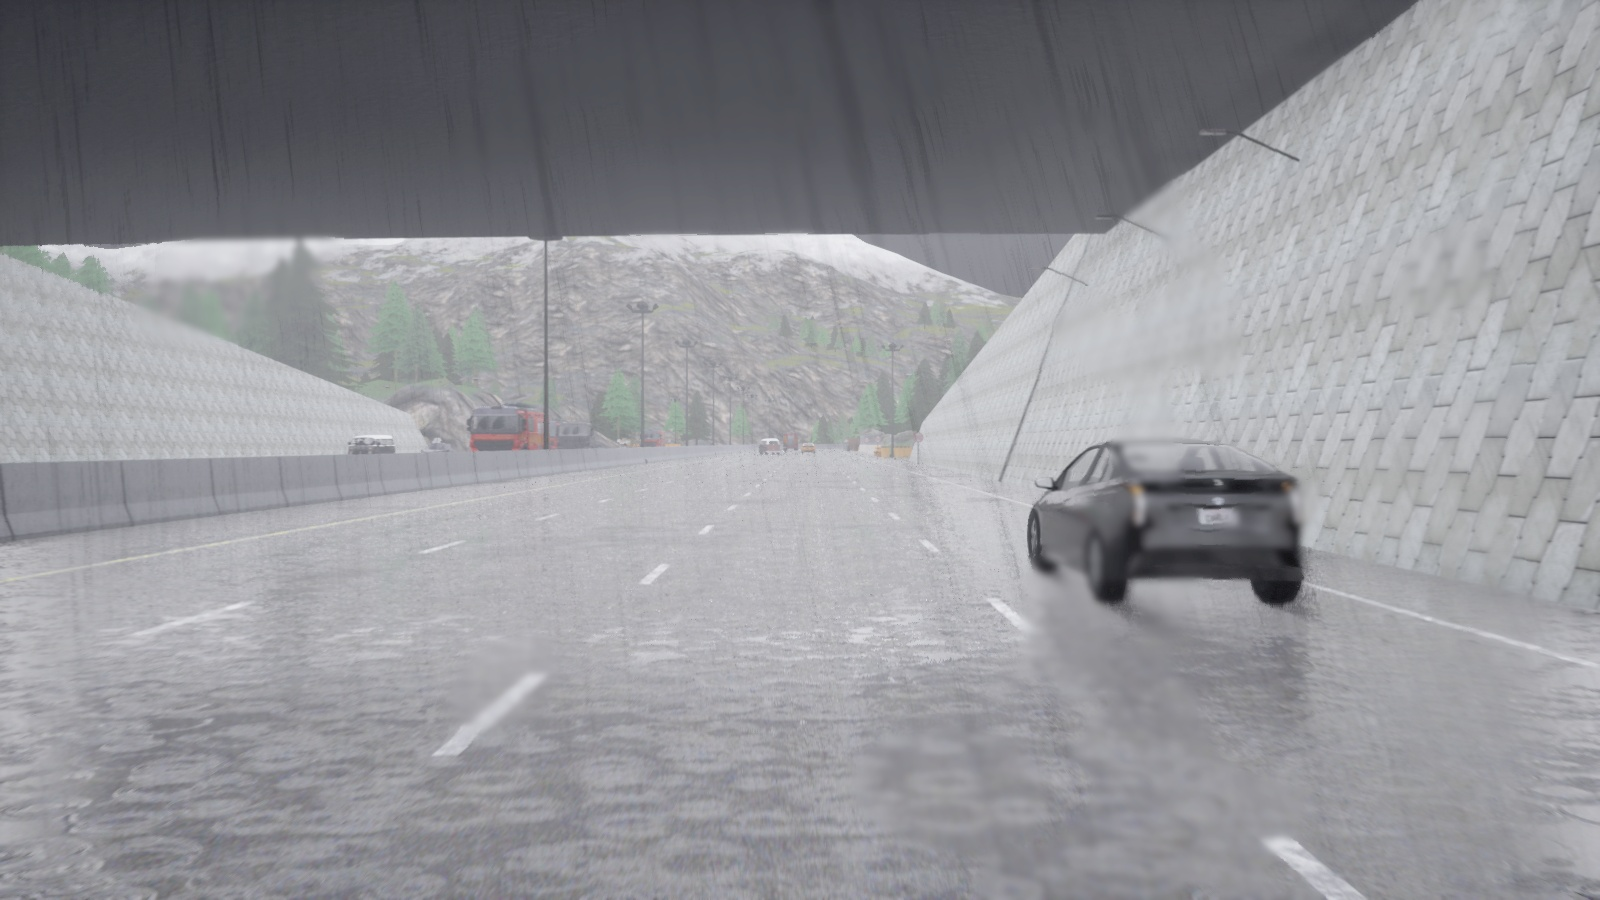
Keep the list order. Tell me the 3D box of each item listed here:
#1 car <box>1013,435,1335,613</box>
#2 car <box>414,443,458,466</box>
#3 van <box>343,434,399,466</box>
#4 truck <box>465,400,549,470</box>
[{"bbox_3d":[3.589,0.623,13.022,2.007,1.525,4.514,0,0,0],"label":"car"},{"bbox_3d":[-23.953,0.275,82.788,1.845,1.501,3.633,0,0,0],"label":"car"},{"bbox_3d":[-27.468,-0.006,80.549,2.069,2.038,4.480,0,0,0],"label":"van"},{"bbox_3d":[-17.014,-0.846,73.591,2.891,3.827,8.468,0,0,0],"label":"truck"}]
